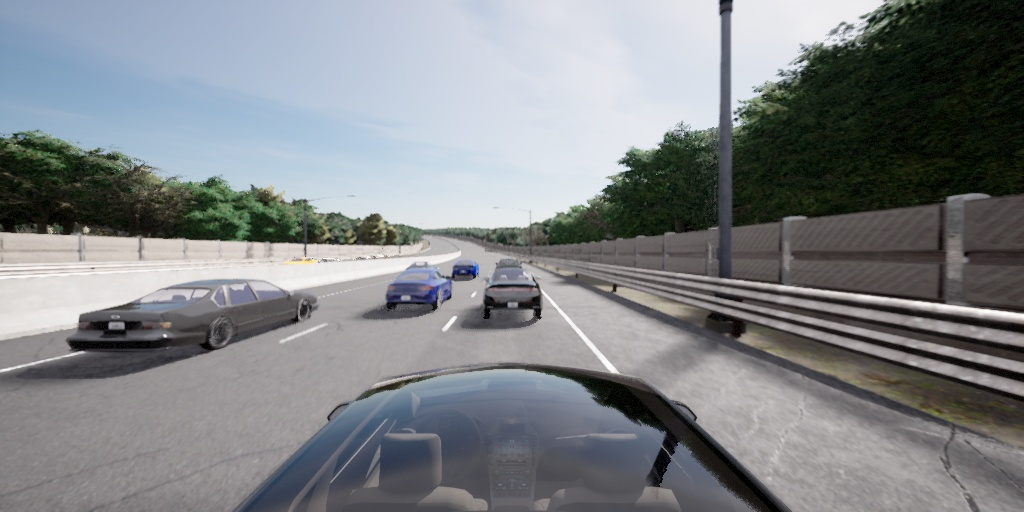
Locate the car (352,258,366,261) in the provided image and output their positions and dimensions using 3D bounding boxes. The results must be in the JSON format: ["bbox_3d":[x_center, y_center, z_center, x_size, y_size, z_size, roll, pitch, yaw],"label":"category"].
[{"bbox_3d":[-18.380,0.982,43.532,1.994,1.385,4.181,0,1,-2],"label":"car"}]

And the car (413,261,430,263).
[{"bbox_3d":[-7.268,1.114,28.951,1.994,1.385,4.181,0,1,-1],"label":"car"}]

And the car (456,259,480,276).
[{"bbox_3d":[-3.785,1.015,29.846,1.882,1.535,5.008,0,1,-1],"label":"car"}]

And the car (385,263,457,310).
[{"bbox_3d":[-3.499,1.195,14.060,1.812,1.442,4.674,0,0,-1],"label":"car"}]

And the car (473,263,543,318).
[{"bbox_3d":[0.009,1.169,12.690,2.128,1.511,4.902,0,0,0],"label":"car"}]

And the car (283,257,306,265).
[{"bbox_3d":[-25.362,0.912,43.037,1.882,1.535,5.008,0,0,-2],"label":"car"}]

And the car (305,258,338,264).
[{"bbox_3d":[-21.836,1.038,42.269,1.895,1.301,4.718,0,1,-2],"label":"car"}]

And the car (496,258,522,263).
[{"bbox_3d":[-0.248,0.901,28.120,2.097,1.767,4.553,0,1,-1],"label":"car"}]

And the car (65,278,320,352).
[{"bbox_3d":[-6.967,1.256,8.823,2.033,1.411,5.357,0,0,0],"label":"car"}]
